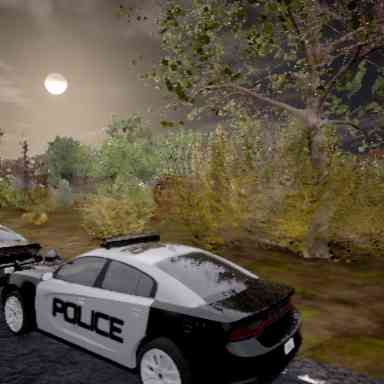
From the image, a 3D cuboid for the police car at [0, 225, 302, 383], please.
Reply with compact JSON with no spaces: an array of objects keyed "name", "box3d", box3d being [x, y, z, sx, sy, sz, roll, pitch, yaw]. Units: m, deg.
[{"name":"police car","box3d":[-1.049,1.460,5.129,5.238,1.638,1.930,0,0,36]}]
